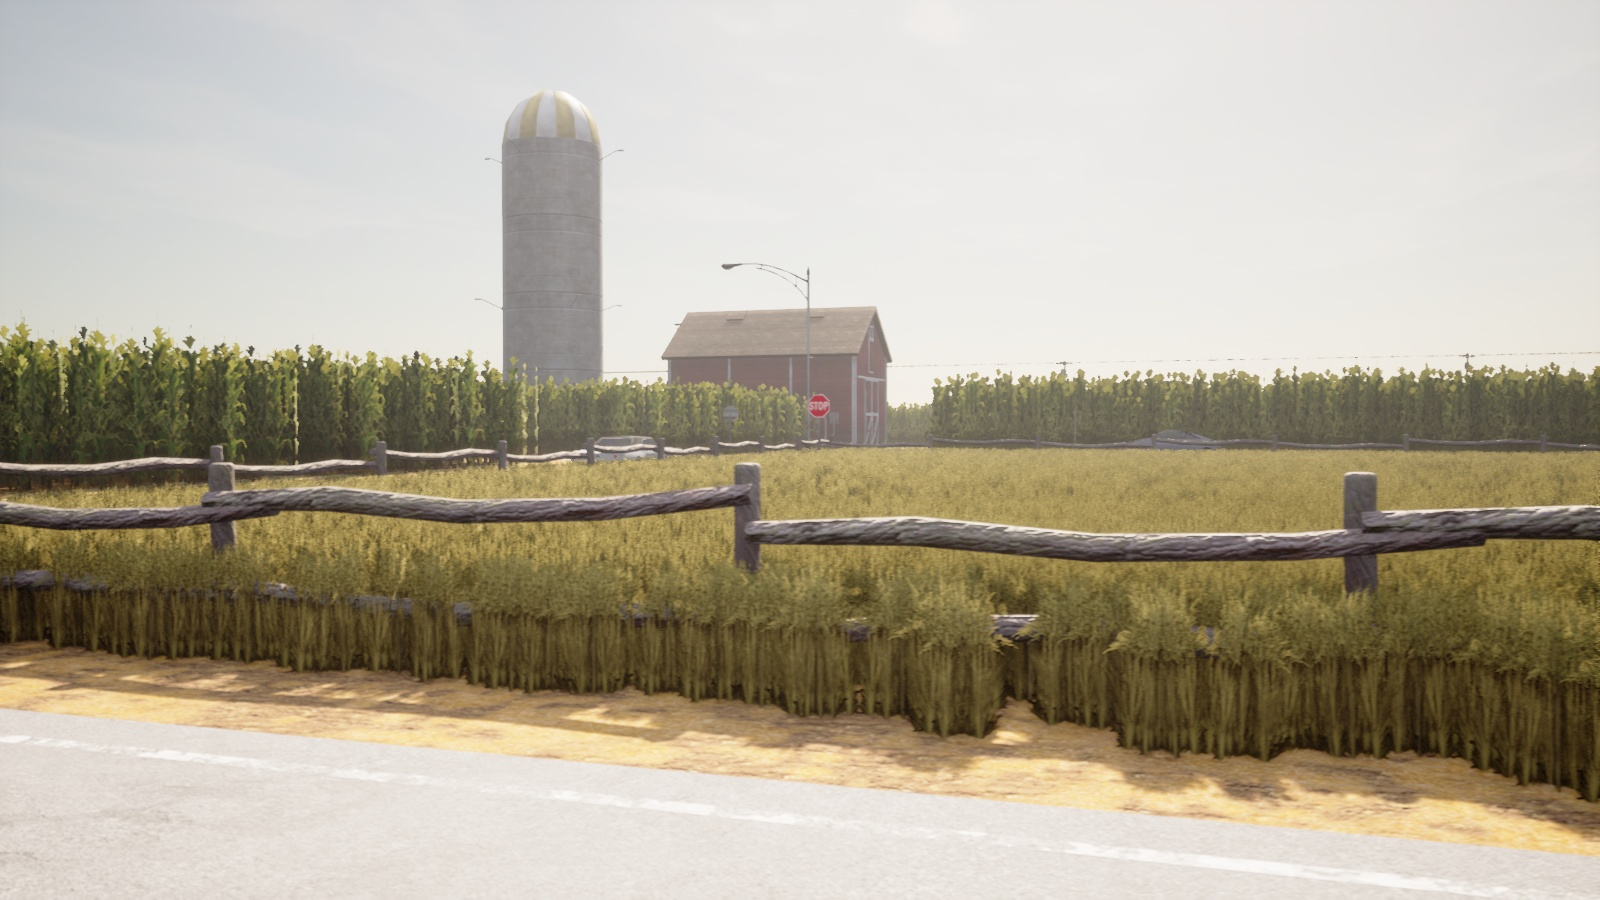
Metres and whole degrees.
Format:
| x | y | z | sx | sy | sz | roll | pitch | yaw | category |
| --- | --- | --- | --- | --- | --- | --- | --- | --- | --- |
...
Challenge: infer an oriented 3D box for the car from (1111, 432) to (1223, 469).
| x | y | z | sx | sy | sz | roll | pitch | yaw | category |
| --- | --- | --- | --- | --- | --- | --- | --- | --- | --- |
| 14.643 | -0.008 | 50.121 | 4.181 | 1.385 | 1.994 | 1 | 1 | 19 | car |

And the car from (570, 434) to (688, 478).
| x | y | z | sx | sy | sz | roll | pitch | yaw | category |
| --- | --- | --- | --- | --- | --- | --- | --- | --- | --- |
| -5.424 | 0.151 | 40.500 | 1.895 | 1.301 | 4.718 | 1 | 1 | 19 | car |
